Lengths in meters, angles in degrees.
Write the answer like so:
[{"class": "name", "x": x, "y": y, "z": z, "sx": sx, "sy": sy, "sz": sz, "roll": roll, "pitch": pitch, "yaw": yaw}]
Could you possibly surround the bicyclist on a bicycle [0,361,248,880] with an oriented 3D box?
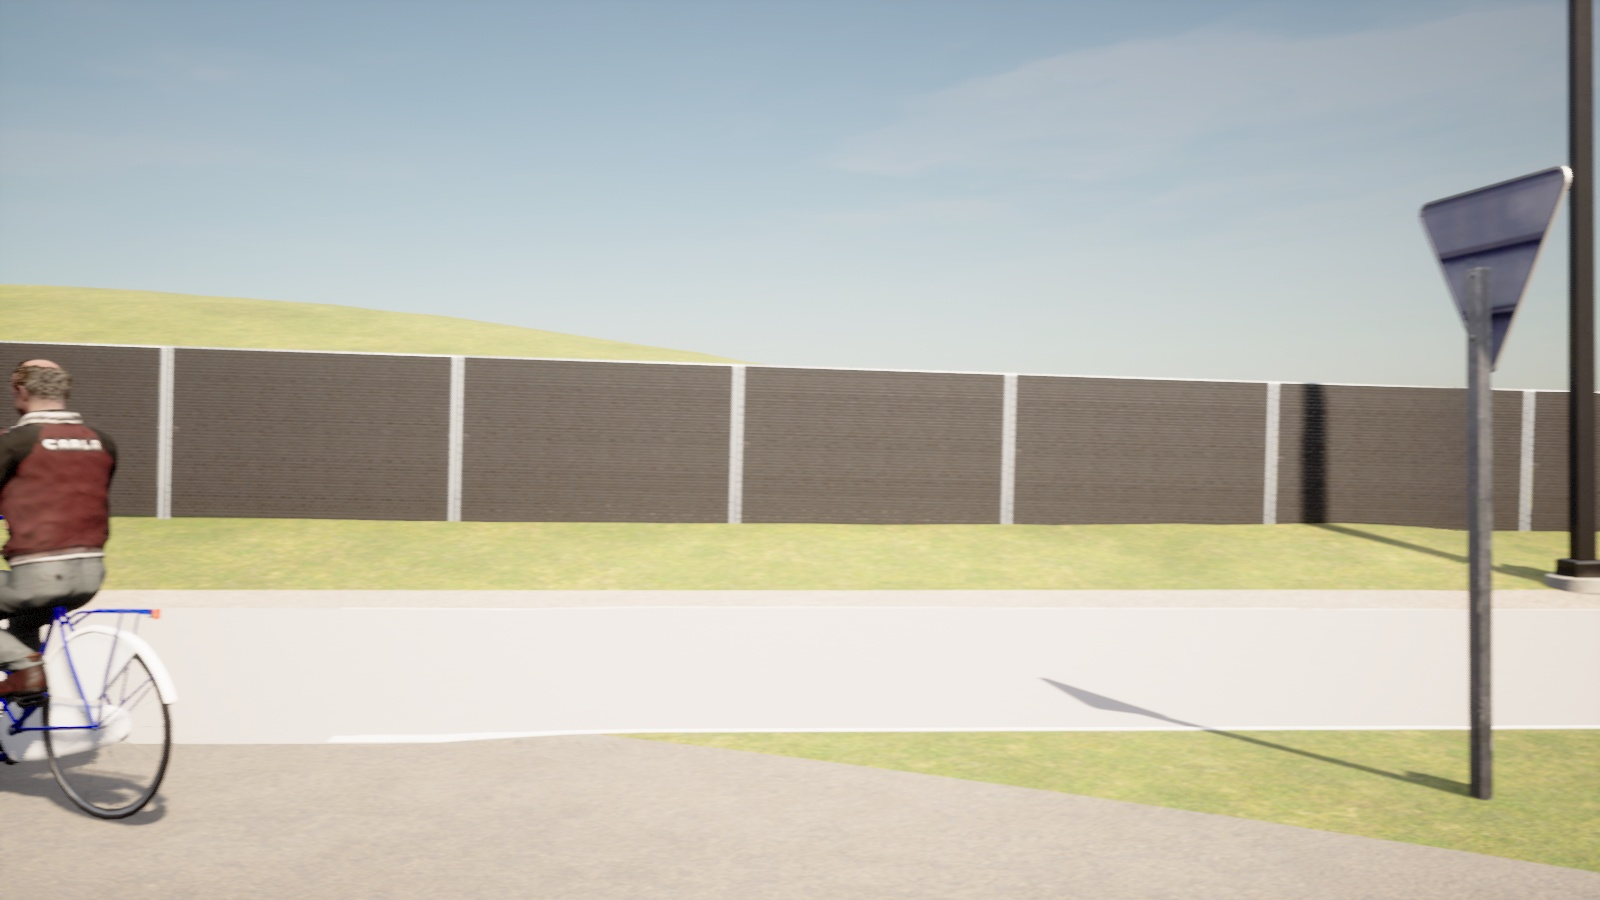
[{"class": "bicyclist on a bicycle", "x": -3.133, "y": 0.583, "z": 4.966, "sx": 1.843, "sy": 1.776, "sz": 0.659, "roll": 0, "pitch": 0, "yaw": 24}]
